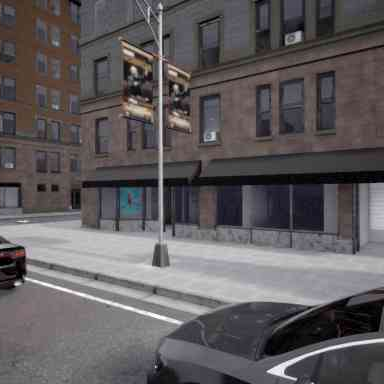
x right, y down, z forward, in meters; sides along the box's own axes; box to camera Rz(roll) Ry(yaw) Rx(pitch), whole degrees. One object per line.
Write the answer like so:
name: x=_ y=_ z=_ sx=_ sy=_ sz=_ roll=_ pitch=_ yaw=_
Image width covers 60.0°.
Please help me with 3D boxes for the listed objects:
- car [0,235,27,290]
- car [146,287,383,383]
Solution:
car: x=-5.911 y=1.478 z=7.878 sx=5.008 sy=1.535 sz=1.882 roll=0 pitch=0 yaw=35
car: x=1.823 y=1.505 z=2.388 sx=4.892 sy=1.490 sz=1.837 roll=0 pitch=0 yaw=35
